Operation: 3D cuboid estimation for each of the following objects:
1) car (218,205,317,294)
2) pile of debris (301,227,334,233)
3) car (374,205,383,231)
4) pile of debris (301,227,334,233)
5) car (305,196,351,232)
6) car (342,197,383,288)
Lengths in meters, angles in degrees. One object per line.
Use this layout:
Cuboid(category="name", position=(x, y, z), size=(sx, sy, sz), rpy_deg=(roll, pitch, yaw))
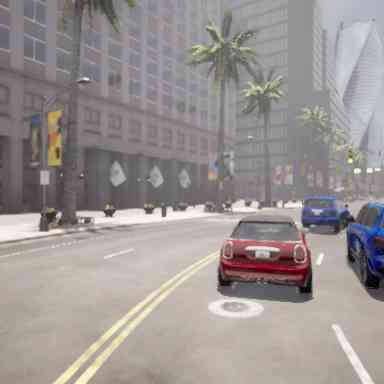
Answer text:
Cuboid(category="car", position=(2.165, 1.406, 9.322), size=(2.097, 1.767, 4.553), rpy_deg=(0, 0, 17))
Cuboid(category="pile of debris", position=(7.651, 2.302, 20.272), size=(1.500, 0.140, 1.860), rpy_deg=(0, 0, 34))
Cuboid(category="car", position=(13.699, 1.630, 22.006), size=(1.882, 1.535, 5.008), rpy_deg=(-1, 0, 40))
Cuboid(category="pile of debris", position=(7.651, 2.302, 20.272), size=(1.500, 0.140, 1.860), rpy_deg=(0, 0, 34))
Cuboid(category="car", position=(8.680, 1.357, 21.466), size=(2.150, 2.045, 5.566), rpy_deg=(0, 0, 33))
Cuboid(category="car", position=(5.693, 1.285, 9.211), size=(2.150, 2.045, 5.566), rpy_deg=(0, 0, 19))
